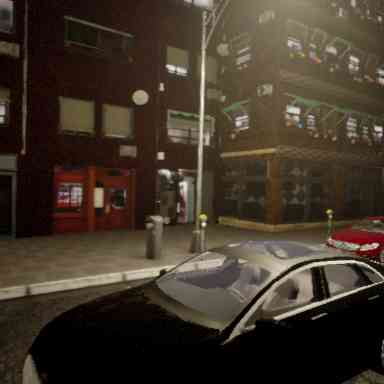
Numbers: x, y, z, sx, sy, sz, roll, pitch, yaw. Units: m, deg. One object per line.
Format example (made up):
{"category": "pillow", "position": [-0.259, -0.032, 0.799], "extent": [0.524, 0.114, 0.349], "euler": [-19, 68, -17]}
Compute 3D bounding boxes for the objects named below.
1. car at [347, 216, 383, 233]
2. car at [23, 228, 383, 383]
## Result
{"category": "car", "position": [6.072, 1.450, 10.630], "extent": [4.206, 1.307, 1.802], "euler": [0, 2, -33]}
{"category": "car", "position": [0.751, 1.408, 3.910], "extent": [4.902, 1.511, 2.128], "euler": [0, 2, -33]}
